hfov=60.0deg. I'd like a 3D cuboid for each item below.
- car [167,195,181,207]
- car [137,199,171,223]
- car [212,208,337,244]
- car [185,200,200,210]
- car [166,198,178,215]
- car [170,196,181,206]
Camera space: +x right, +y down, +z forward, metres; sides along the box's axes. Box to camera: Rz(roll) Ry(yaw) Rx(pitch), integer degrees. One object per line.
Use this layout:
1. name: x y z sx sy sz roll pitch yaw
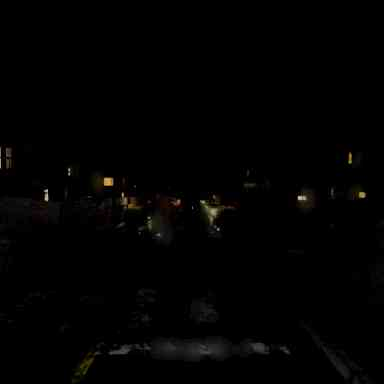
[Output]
1. car: -2.864 1.420 54.657 2.097 1.767 4.553 0 0 0
2. car: -2.919 1.528 25.527 1.812 1.442 4.674 0 0 2
3. car: 3.633 1.469 15.075 5.357 1.411 2.033 0 3 -3
4. car: 0.063 1.640 43.825 1.895 1.301 4.718 0 0 0
5. car: -2.872 1.581 34.570 1.994 1.385 4.181 0 0 1
6. car: -2.884 1.518 44.354 1.882 1.535 5.008 0 0 0
